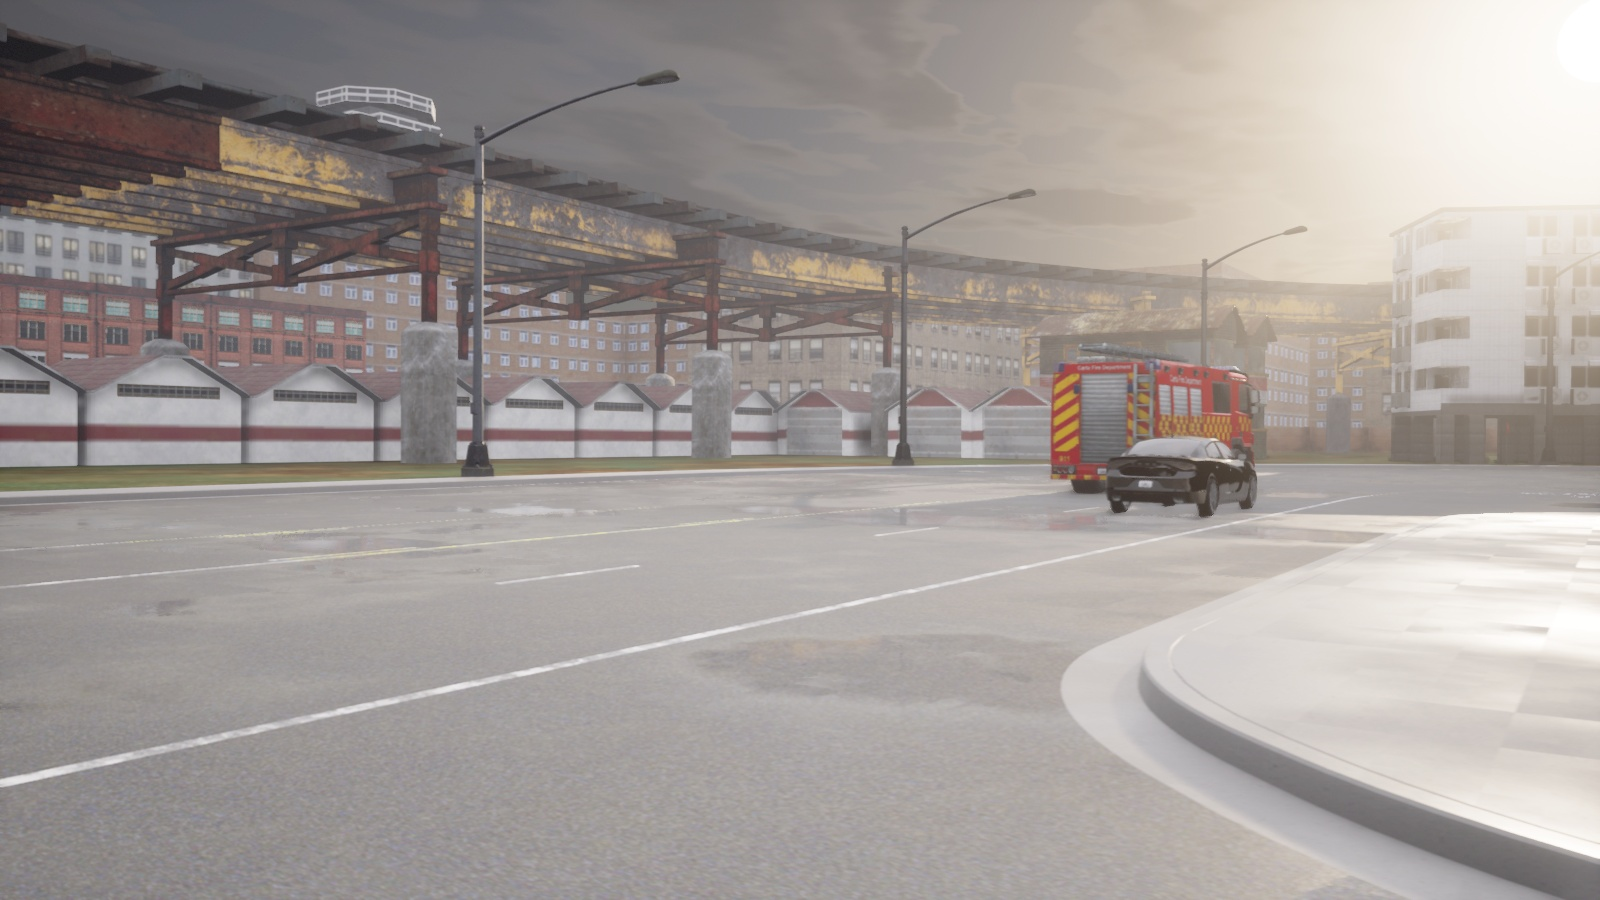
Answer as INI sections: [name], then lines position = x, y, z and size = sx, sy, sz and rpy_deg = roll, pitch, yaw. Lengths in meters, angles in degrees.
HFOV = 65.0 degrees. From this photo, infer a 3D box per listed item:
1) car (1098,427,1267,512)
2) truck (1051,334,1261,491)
[car]
position = 7.762, 0.312, 25.139
size = 1.882, 1.535, 5.008
rpy_deg = 0, 1, 33
[truck]
position = 10.086, -0.975, 34.765
size = 2.891, 3.827, 8.468
rpy_deg = 0, 1, 35
